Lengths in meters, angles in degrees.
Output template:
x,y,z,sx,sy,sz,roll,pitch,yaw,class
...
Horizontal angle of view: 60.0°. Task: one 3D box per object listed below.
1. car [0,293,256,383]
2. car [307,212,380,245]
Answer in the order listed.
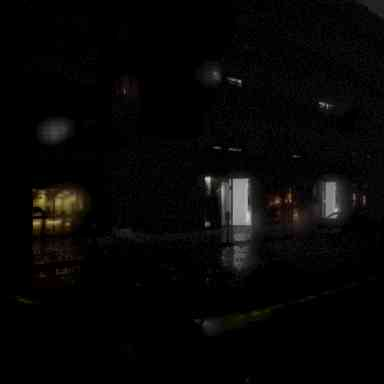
x,y,z,sx,sy,sz,roll,pitch,yaw,class
-1.705,1.477,2.217,5.008,1.535,1.882,0,0,-36,car
7.172,1.582,15.538,4.206,1.307,1.802,0,0,-35,car
